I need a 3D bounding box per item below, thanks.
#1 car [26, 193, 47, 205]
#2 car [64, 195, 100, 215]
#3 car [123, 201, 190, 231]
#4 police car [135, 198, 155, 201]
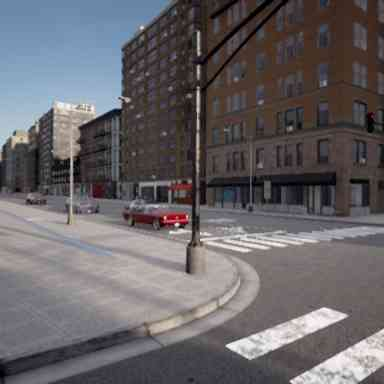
[{"bbox_3d":[-22.319,0.918,47.622,2.097,1.767,4.553,0,0,-36],"label":"car"},{"bbox_3d":[-10.142,1.068,30.507,2.097,1.767,4.553,1,0,-36],"label":"car"},{"bbox_3d":[-2.154,1.412,19.372,1.895,1.301,4.718,0,0,-38],"label":"car"},{"bbox_3d":[-3.663,1.294,27.219,2.038,1.542,4.974,1,0,-36],"label":"police car"}]
